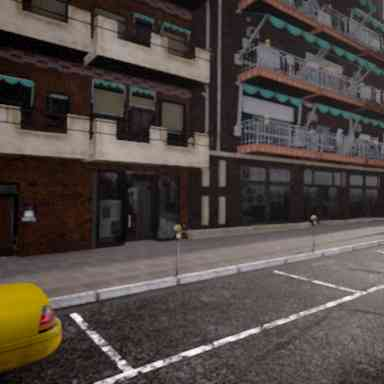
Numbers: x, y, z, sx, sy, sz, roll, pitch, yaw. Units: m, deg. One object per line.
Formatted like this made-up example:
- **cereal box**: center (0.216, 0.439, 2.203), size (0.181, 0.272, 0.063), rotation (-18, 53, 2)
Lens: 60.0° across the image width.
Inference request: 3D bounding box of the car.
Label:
- **car**: center (-3.919, 1.529, 3.286), size (4.829, 1.417, 1.752), rotation (0, 1, -36)
